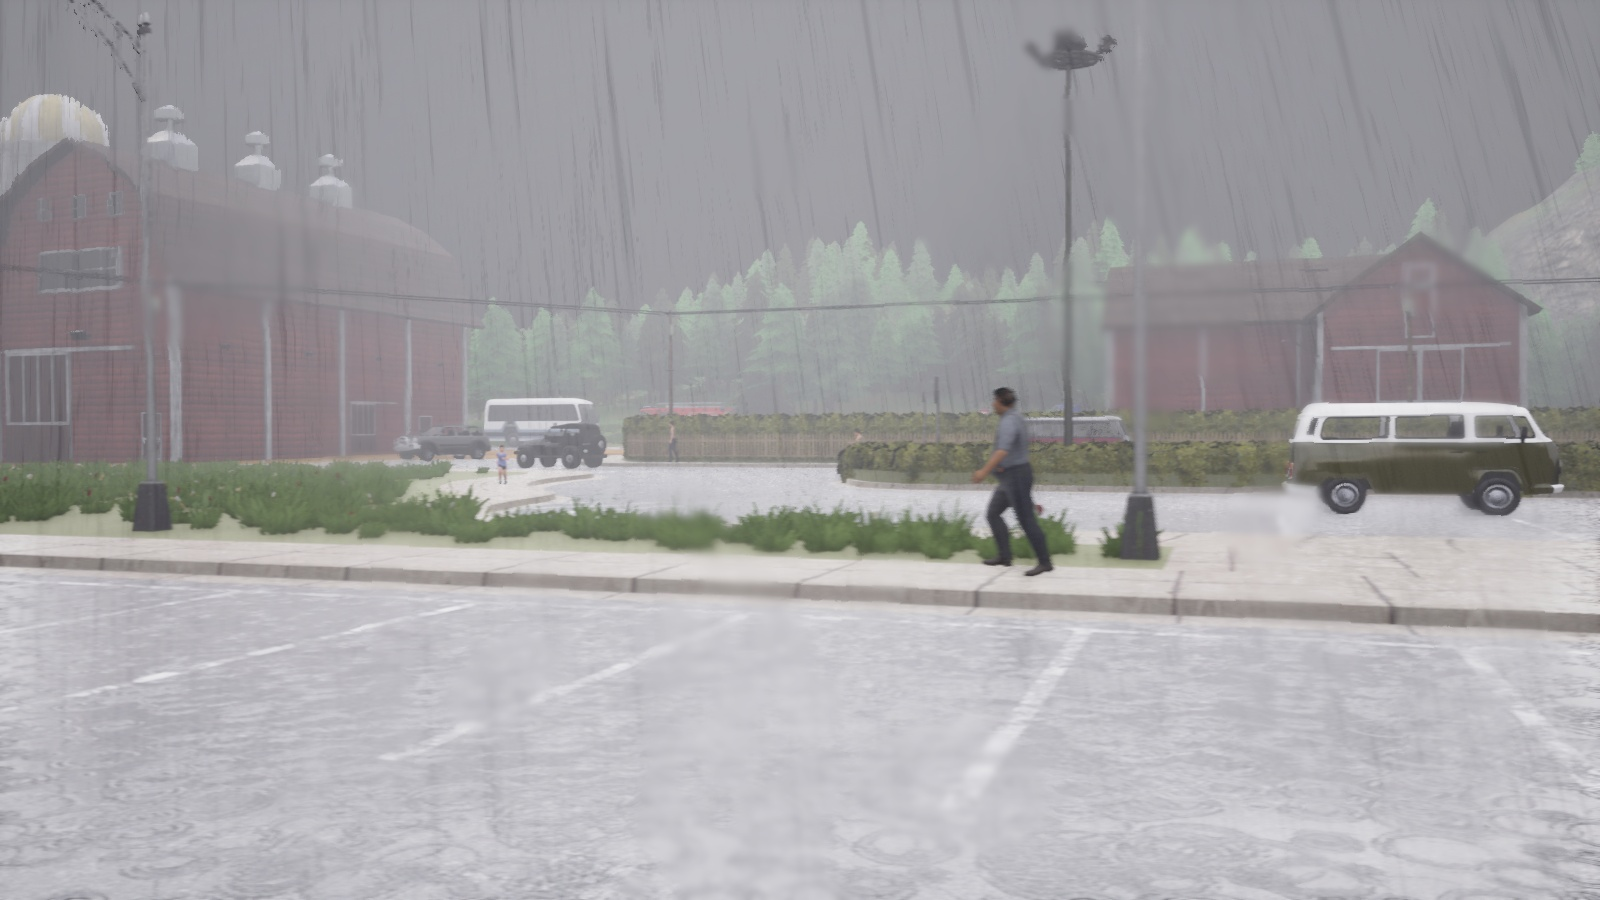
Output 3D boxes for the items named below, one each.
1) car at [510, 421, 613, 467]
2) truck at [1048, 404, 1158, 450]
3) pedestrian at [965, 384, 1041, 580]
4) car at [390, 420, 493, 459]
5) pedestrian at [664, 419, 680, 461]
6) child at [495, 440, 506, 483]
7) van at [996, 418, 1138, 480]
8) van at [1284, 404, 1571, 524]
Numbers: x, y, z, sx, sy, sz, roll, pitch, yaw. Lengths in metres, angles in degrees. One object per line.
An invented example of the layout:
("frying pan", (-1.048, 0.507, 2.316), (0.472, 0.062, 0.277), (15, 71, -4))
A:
("car", (-10.015, -0.262, 52.780), (3.866, 1.878, 1.905), (1, 1, 25))
("truck", (23.331, -1.755, 96.654), (7.936, 3.462, 2.891), (1, 1, 20))
("pedestrian", (1.974, 0.294, 12.168), (0.694, 1.848, 0.540), (0, 1, 12))
("car", (-17.762, -0.521, 62.382), (1.932, 1.855, 4.605), (0, 1, 42))
("pedestrian", (-5.614, -0.422, 55.133), (0.594, 1.836, 0.345), (1, 1, 19))
("child", (-7.880, 0.303, 33.054), (0.255, 1.110, 0.394), (0, 1, -11))
("van", (8.984, -0.063, 42.219), (4.442, 1.987, 1.775), (1, 1, 19))
("van", (11.326, 0.227, 23.056), (4.480, 2.038, 2.069), (0, 1, 19))
